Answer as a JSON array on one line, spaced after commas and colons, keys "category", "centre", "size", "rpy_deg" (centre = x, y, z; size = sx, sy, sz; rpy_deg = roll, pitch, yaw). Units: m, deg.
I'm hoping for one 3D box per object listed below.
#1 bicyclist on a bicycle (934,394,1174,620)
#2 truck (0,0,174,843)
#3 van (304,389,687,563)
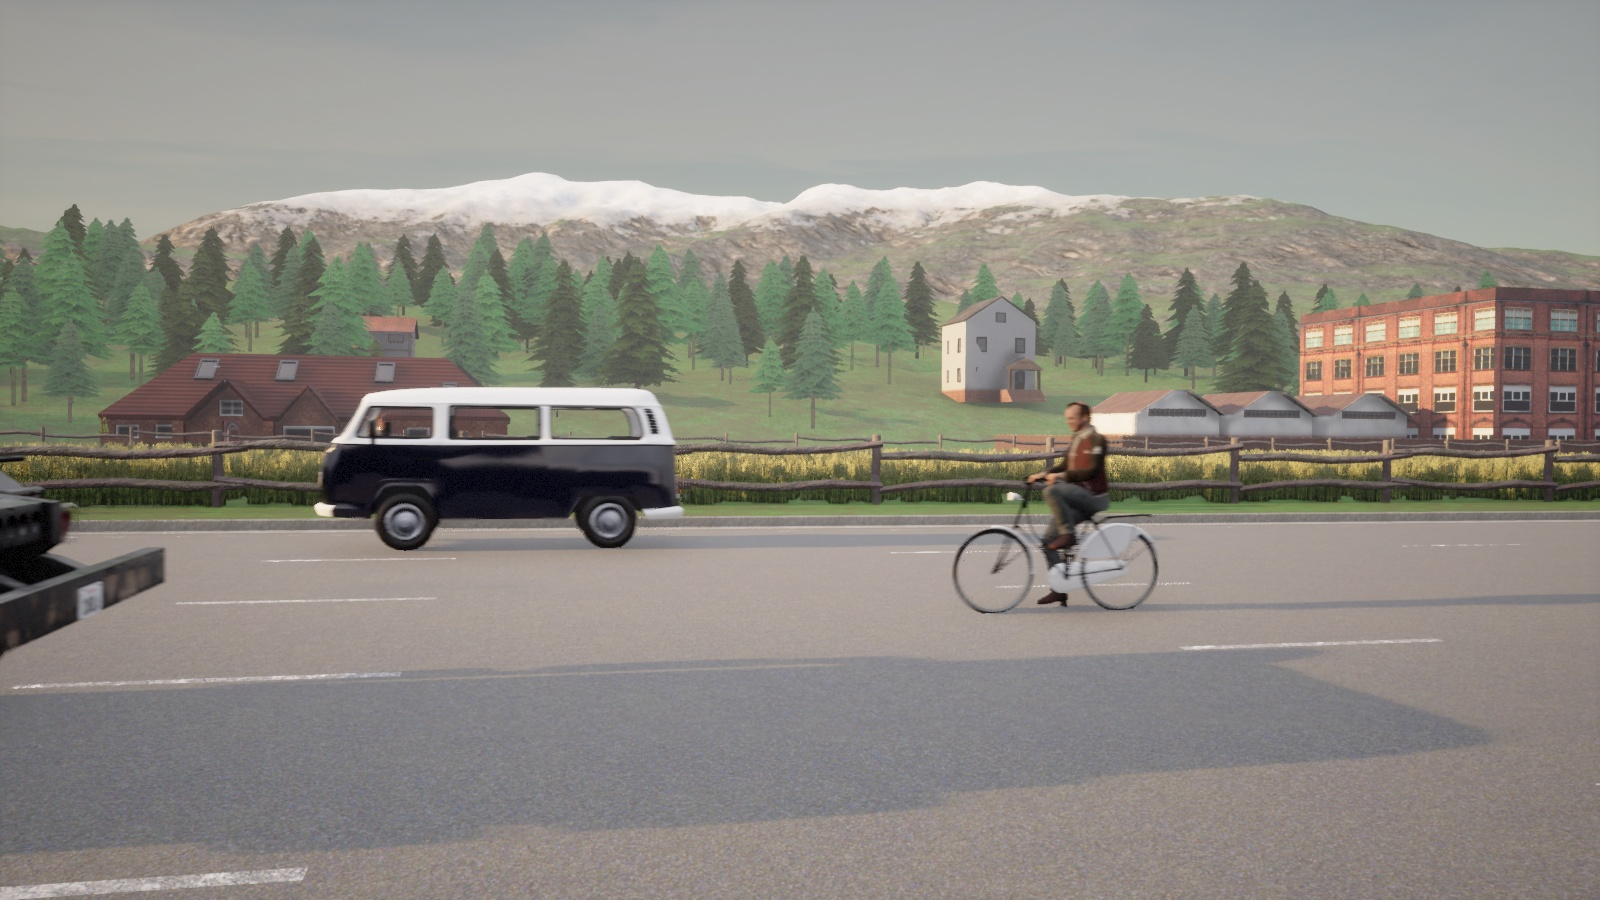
[{"category": "bicyclist on a bicycle", "centre": [2.094, 0.441, 10.400], "size": [1.843, 1.776, 0.659], "rpy_deg": [0, 1, -13]}, {"category": "truck", "centre": [-7.050, -0.251, 4.687], "size": [7.936, 3.462, 2.891], "rpy_deg": [-1, 1, -13]}, {"category": "van", "centre": [-3.841, 0.268, 16.211], "size": [4.480, 2.038, 2.069], "rpy_deg": [-1, 1, -13]}]
